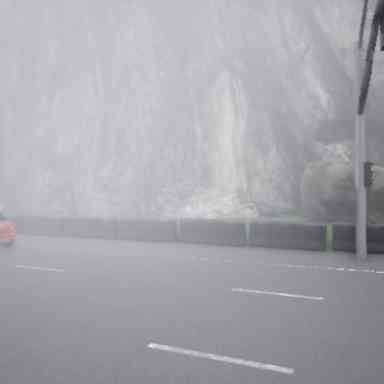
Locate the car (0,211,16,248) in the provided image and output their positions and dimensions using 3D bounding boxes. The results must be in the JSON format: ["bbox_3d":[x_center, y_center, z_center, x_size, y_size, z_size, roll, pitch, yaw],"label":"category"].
[{"bbox_3d":[-9.978,1.556,14.449,4.553,1.767,2.097,0,-1,22],"label":"car"}]
